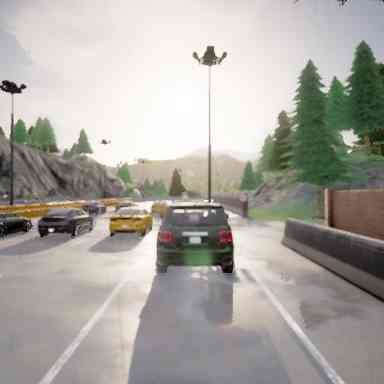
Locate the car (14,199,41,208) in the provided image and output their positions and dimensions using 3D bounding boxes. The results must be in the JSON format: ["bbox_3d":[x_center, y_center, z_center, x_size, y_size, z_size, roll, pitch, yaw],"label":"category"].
[{"bbox_3d":[-28.227,1.922,57.208,2.033,1.411,5.357,0,0,0],"label":"car"}]

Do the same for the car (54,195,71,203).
[{"bbox_3d":[-28.337,1.573,72.963,2.097,1.767,4.553,0,0,0],"label":"car"}]

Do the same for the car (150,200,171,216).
[{"bbox_3d":[-3.432,1.720,36.895,1.882,1.535,5.008,0,0,0],"label":"car"}]

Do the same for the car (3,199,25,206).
[{"bbox_3d":[-24.666,1.814,46.848,1.837,1.490,4.892,0,-1,0],"label":"car"}]

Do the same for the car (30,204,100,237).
[{"bbox_3d":[-6.915,1.629,18.748,1.837,1.490,4.892,0,0,0],"label":"car"}]

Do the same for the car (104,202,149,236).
[{"bbox_3d":[-3.416,1.605,19.364,1.882,1.535,5.008,0,0,0],"label":"car"}]

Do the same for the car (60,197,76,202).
[{"bbox_3d":[-21.222,1.979,58.051,1.895,1.301,4.718,0,0,-1],"label":"car"}]

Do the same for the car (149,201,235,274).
[{"bbox_3d":[0.086,1.296,10.973,2.150,2.045,5.566,0,0,0],"label":"car"}]

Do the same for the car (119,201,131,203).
[{"bbox_3d":[-6.930,1.737,35.403,1.837,1.490,4.892,0,0,0],"label":"car"}]

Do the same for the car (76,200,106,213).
[{"bbox_3d":[-10.430,1.737,35.430,1.837,1.490,4.892,0,0,0],"label":"car"}]

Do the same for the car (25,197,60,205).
[{"bbox_3d":[-21.169,1.804,47.338,2.128,1.511,4.902,0,-1,0],"label":"car"}]

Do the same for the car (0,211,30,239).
[{"bbox_3d":[-10.416,1.682,17.943,1.994,1.385,4.181,0,0,0],"label":"car"}]
